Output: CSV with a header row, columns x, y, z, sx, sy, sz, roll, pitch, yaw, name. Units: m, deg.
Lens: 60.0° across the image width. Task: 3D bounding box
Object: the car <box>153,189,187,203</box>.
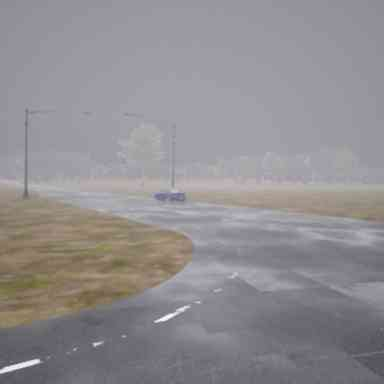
x,y,z,sx,sy,sz,roll,pitch,yaw,name
-2.476,0.360,36.171,1.882,1.535,5.008,0,2,-33,car
